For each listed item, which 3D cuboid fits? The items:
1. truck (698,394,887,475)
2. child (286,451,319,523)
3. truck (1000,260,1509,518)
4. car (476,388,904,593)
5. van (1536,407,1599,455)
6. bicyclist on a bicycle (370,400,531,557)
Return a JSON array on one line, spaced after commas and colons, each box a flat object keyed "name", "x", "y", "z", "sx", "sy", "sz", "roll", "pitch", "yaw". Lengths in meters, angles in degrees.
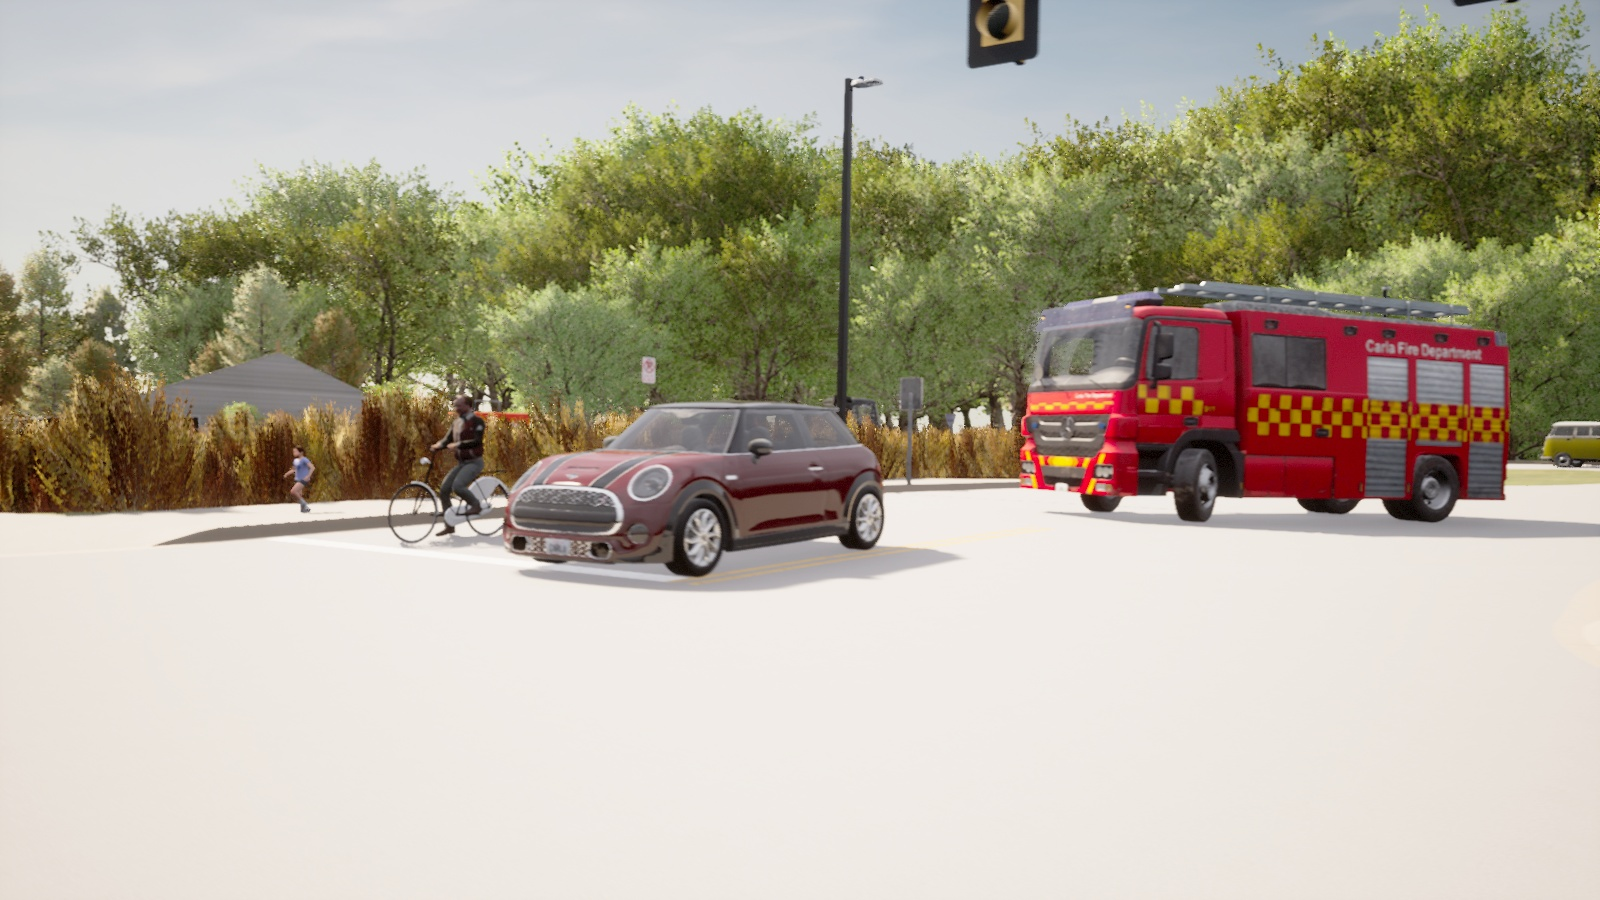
[{"name": "truck", "x": -0.373, "y": -0.706, "z": 56.073, "sx": 7.936, "sy": 3.462, "sz": 2.891, "roll": -1, "pitch": 1, "yaw": -15}, {"name": "child", "x": -7.767, "y": 0.576, "z": 19.614, "sx": 0.255, "sy": 1.110, "sz": 0.394, "roll": 0, "pitch": 0, "yaw": 34}, {"name": "truck", "x": 7.871, "y": -0.892, "z": 21.576, "sx": 8.468, "sy": 3.827, "sz": 2.891, "roll": 0, "pitch": 1, "yaw": -23}, {"name": "car", "x": -0.940, "y": 0.284, "z": 13.301, "sx": 2.097, "sy": 1.767, "sz": 4.553, "roll": 0, "pitch": 2, "yaw": 34}, {"name": "van", "x": 34.189, "y": -0.822, "z": 53.586, "sx": 1.775, "sy": 1.987, "sz": 4.442, "roll": -3, "pitch": 2, "yaw": -40}, {"name": "bicyclist on a bicycle", "x": -4.155, "y": 0.296, "z": 15.075, "sx": 0.659, "sy": 1.776, "sz": 1.843, "roll": 0, "pitch": 2, "yaw": 34}]
